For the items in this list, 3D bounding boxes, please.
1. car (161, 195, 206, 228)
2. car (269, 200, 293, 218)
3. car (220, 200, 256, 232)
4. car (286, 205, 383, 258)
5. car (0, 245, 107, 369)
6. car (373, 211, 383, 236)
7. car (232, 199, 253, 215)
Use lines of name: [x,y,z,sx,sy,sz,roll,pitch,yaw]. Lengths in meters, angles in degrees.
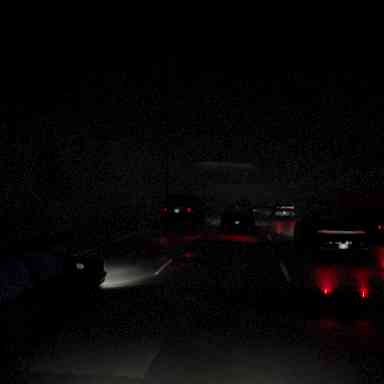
car: [-0.436,1.193,21.973,2.150,2.045,5.566,0,0,10]
car: [7.924,1.467,29.302,2.128,1.511,4.902,0,0,10]
car: [2.797,1.455,20.049,1.882,1.535,5.008,0,0,10]
car: [5.156,1.484,12.867,2.128,1.511,4.902,0,0,9]
car: [-3.019,1.536,5.001,2.033,1.411,5.357,0,0,5]
car: [9.356,1.595,16.933,1.895,1.301,4.718,0,0,10]
car: [5.360,1.512,35.047,2.033,1.411,5.357,0,0,10]
